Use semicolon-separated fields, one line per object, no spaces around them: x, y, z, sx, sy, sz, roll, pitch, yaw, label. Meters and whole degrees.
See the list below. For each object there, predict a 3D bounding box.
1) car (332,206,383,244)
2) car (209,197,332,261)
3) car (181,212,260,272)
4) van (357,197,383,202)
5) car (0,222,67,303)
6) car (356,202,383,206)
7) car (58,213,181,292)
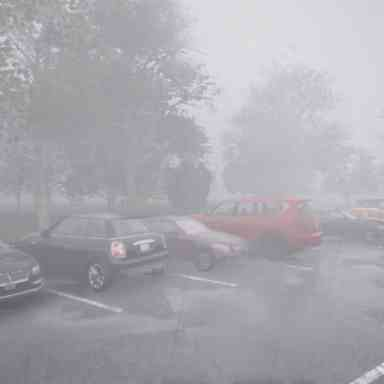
6.886;1.535;15.902;4.674;1.452;2.002;-1;-1;36;car
1.960;1.237;12.554;5.566;2.045;2.435;-1;-1;35;car
-0.450;1.526;10.846;4.674;1.452;2.002;-1;-1;35;car
11.906;1.278;19.161;4.442;1.987;1.878;-1;-1;36;van
-5.311;1.487;7.429;4.892;1.521;2.231;-1;-1;34;car
9.497;1.494;17.460;5.366;1.575;1.946;-1;-1;36;car
-2.860;1.359;9.114;4.553;1.767;2.185;-1;-1;35;car
